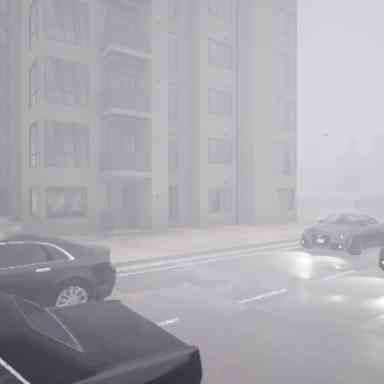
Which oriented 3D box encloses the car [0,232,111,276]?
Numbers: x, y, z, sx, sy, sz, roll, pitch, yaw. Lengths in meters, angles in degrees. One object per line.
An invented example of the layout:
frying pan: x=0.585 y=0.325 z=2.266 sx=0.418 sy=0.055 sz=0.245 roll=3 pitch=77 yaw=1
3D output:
car: x=-3.719 y=1.506 z=5.640 sx=4.892 sy=1.490 sz=1.837 roll=1 pitch=0 yaw=-37

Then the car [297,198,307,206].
car: x=16.394 y=1.601 z=54.732 sx=1.895 sy=1.301 sz=4.718 roll=0 pitch=0 yaw=-33

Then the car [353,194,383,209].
car: x=22.717 y=1.221 z=41.459 sx=2.150 sy=2.045 sz=5.566 roll=0 pitch=0 yaw=-13

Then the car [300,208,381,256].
car: x=6.152 y=1.563 z=13.253 sx=4.181 sy=1.385 sz=1.994 roll=0 pitch=0 yaw=-40

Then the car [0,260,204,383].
car: x=-2.296 y=1.601 z=2.321 sx=4.718 sy=1.301 sz=1.895 roll=0 pitch=0 yaw=-37

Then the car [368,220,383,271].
car: x=7.074 y=1.562 z=9.554 sx=4.181 sy=1.385 sz=1.994 roll=0 pitch=0 yaw=-40
